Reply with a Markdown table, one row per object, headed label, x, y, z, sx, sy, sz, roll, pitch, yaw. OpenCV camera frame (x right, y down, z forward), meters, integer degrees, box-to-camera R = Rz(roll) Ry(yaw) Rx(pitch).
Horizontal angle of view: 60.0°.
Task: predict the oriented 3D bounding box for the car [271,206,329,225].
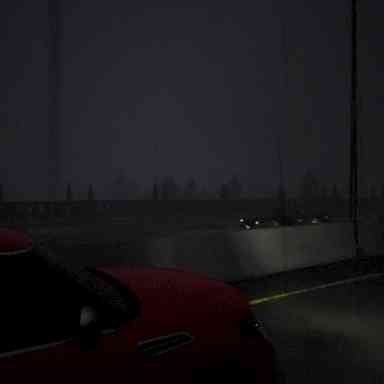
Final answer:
| label | x | y | z | sx | sy | sz | roll | pitch | yaw |
| --- | --- | --- | --- | --- | --- | --- | --- | --- | --- |
| car | 5.342 | 1.493 | 19.018 | 5.357 | 1.411 | 2.033 | 0 | 0 | -26 |

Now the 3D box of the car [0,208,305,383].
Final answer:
| label | x | y | z | sx | sy | sz | roll | pitch | yaw |
| --- | --- | --- | --- | --- | --- | --- | --- | --- | --- |
| car | -1.893 | 1.212 | 2.291 | 5.566 | 2.045 | 2.150 | 0 | 0 | -35 |

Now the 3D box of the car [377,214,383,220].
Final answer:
| label | x | y | z | sx | sy | sz | roll | pitch | yaw |
| --- | --- | --- | --- | --- | --- | --- | --- | --- | --- |
| car | 12.519 | 1.431 | 18.421 | 5.008 | 1.535 | 1.882 | 0 | 0 | -22 |
